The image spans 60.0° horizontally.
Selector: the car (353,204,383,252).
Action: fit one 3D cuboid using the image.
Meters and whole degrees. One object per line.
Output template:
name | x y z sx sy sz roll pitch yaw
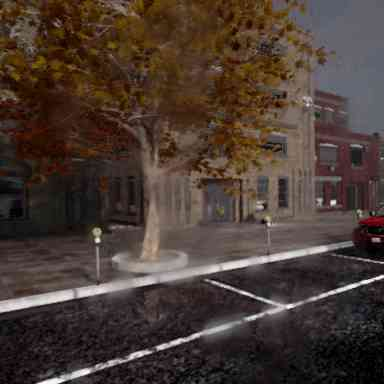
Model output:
car | 8.026 1.227 12.272 5.009 1.841 2.192 0 0 -35
